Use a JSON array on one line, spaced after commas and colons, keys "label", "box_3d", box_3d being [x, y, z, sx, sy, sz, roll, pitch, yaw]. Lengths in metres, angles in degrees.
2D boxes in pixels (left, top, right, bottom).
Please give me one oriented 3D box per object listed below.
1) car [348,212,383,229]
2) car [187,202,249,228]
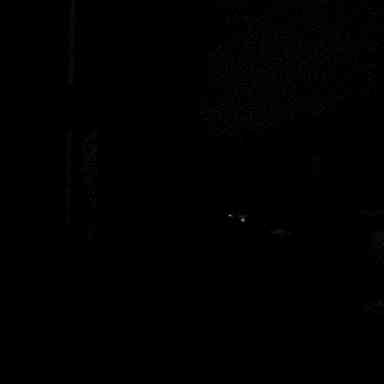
[{"label": "car", "box_3d": [11.594, 1.598, 19.085, 1.895, 1.301, 4.718, 1, -1, -36]}, {"label": "car", "box_3d": [1.577, 1.388, 21.569, 2.128, 1.511, 4.902, 1, -1, -36]}]
